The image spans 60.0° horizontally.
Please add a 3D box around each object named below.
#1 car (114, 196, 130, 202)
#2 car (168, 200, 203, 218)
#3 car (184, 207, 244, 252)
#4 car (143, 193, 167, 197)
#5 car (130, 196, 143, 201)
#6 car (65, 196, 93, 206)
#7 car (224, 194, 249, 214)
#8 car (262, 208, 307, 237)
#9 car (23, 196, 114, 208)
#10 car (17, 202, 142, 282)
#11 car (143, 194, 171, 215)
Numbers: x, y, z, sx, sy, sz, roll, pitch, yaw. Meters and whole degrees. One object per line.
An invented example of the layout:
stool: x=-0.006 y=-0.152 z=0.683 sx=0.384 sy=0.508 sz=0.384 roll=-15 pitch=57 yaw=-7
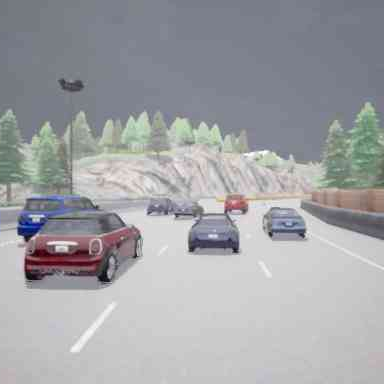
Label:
car: x=-12.684 y=1.498 z=61.600 sx=1.812 sy=1.442 sz=4.674 roll=0 pitch=0 yaw=21
car: x=-0.200 y=1.549 z=29.654 sx=2.033 sy=1.411 sz=5.357 roll=0 pitch=0 yaw=12
car: x=0.962 y=1.567 z=14.074 sx=1.994 sy=1.385 sz=4.181 roll=0 pitch=0 yaw=6
car: x=-5.998 y=1.210 z=59.575 sx=2.150 sy=2.045 sz=5.566 roll=0 pitch=0 yaw=22
car: x=-8.893 y=1.486 z=61.647 sx=1.837 sy=1.490 sz=4.892 roll=0 pitch=0 yaw=22
car: x=-18.704 y=1.483 z=55.273 sx=1.812 sy=1.442 sz=4.674 roll=0 pitch=0 yaw=19
car: x=4.842 y=1.236 z=35.823 sx=2.150 sy=2.045 sz=5.566 roll=0 pitch=0 yaw=14
car: x=4.930 y=1.561 z=18.244 sx=2.033 sy=1.411 sz=5.357 roll=0 pitch=0 yaw=8
car: x=-5.891 y=1.208 z=15.890 sx=2.150 sy=2.045 sz=5.566 roll=0 pitch=0 yaw=6
car: x=-2.914 y=1.345 z=9.920 sx=2.097 sy=1.767 sz=4.553 roll=0 pitch=0 yaw=4
car: x=-2.878 y=1.347 z=33.562 sx=2.097 sy=1.767 sz=4.553 roll=0 pitch=0 yaw=12
